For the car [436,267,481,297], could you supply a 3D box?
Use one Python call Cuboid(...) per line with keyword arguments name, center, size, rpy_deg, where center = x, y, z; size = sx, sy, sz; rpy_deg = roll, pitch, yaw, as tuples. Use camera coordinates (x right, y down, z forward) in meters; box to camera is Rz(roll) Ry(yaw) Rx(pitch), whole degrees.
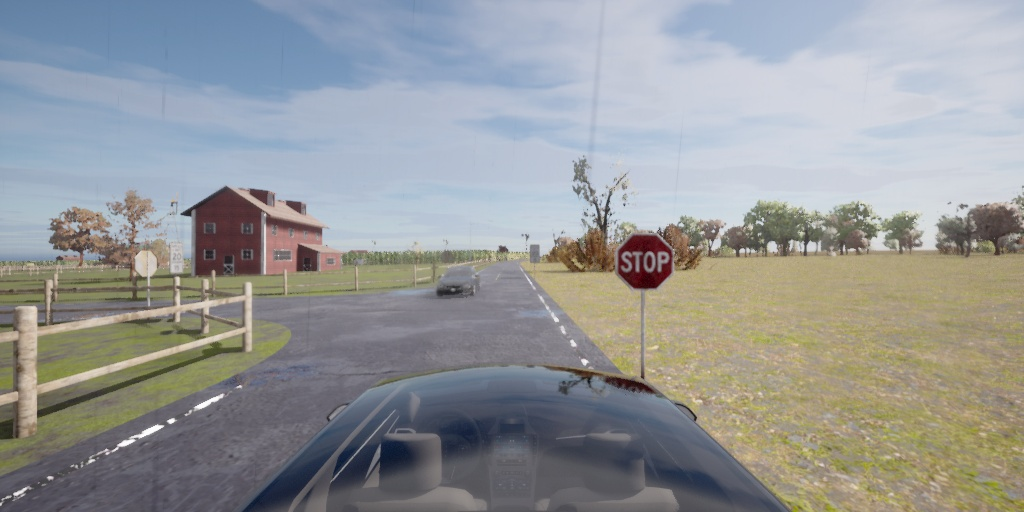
Cuboid(name="car", center=(-2.750, 1.339, 19.147), size=(1.837, 1.490, 4.892), rpy_deg=(-1, 0, 0))
